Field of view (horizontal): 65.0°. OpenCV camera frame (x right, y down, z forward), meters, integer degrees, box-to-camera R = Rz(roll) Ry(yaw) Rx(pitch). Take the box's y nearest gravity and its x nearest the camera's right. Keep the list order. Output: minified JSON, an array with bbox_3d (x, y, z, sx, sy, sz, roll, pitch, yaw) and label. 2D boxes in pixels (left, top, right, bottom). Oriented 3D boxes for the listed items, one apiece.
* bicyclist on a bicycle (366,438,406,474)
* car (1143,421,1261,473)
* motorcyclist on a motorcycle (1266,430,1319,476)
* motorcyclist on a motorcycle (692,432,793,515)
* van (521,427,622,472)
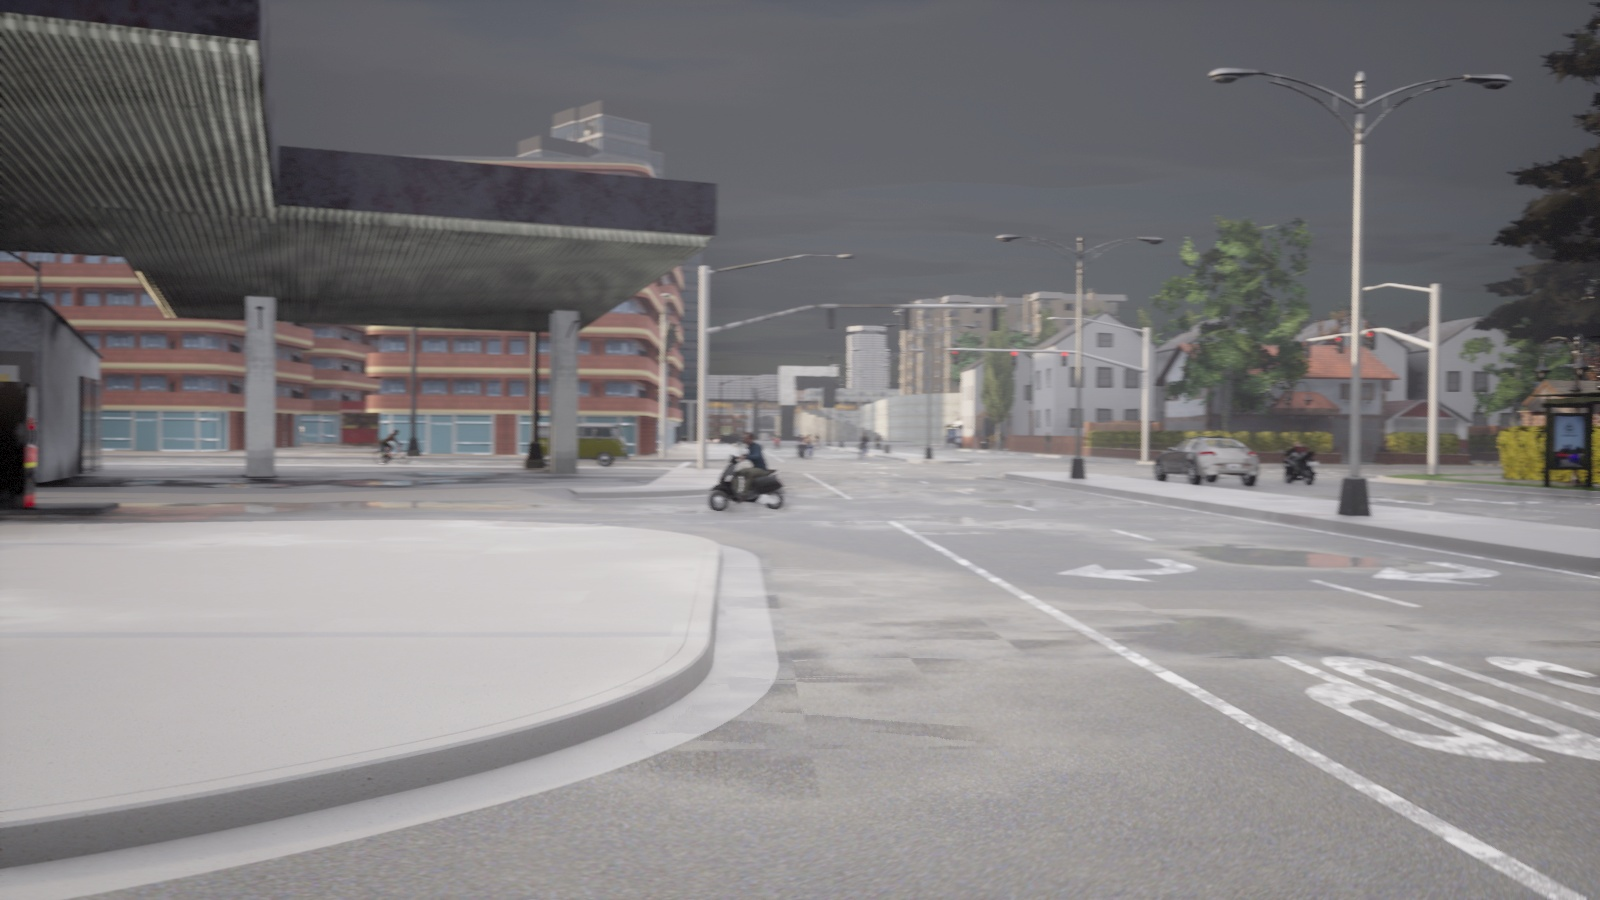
[{"bbox_3d":[-18.874,0.277,57.268,1.656,1.620,0.582,0,1,-4],"label":"bicyclist on a bicycle"},{"bbox_3d":[13.629,-0.113,42.927,2.152,1.651,5.027,-1,1,-3],"label":"car"},{"bbox_3d":[17.098,0.093,43.611,0.866,1.530,2.191,-1,1,-3],"label":"motorcyclist on a motorcycle"},{"bbox_3d":[-1.151,0.457,25.233,1.817,1.590,0.866,-1,-1,-34],"label":"motorcyclist on a motorcycle"},{"bbox_3d":[-10.489,-0.032,57.865,4.442,1.987,1.775,-1,1,-5],"label":"van"}]
